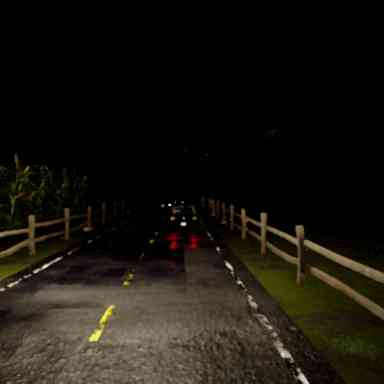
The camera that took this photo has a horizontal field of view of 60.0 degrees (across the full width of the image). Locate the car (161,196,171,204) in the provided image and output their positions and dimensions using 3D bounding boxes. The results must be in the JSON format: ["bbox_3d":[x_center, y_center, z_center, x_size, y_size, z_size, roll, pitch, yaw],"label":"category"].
[{"bbox_3d":[-4.646,1.417,61.343,2.033,1.411,5.357,0,0,-2],"label":"car"}]

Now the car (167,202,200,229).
[{"bbox_3d":[-0.537,1.528,21.119,1.895,1.301,4.718,0,0,-2],"label":"car"}]

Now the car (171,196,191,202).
[{"bbox_3d":[-1.140,1.226,40.398,2.097,1.767,4.553,0,0,-2],"label":"car"}]
